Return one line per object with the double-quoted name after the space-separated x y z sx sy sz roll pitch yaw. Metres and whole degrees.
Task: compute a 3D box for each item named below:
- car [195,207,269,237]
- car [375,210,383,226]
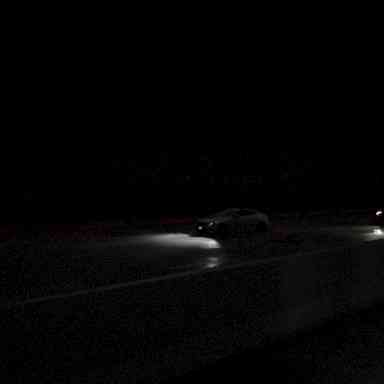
2.324 1.581 18.546 4.674 1.442 1.812 0 0 -36 "car"
14.700 1.463 23.126 4.553 1.767 2.097 0 0 -36 "car"
